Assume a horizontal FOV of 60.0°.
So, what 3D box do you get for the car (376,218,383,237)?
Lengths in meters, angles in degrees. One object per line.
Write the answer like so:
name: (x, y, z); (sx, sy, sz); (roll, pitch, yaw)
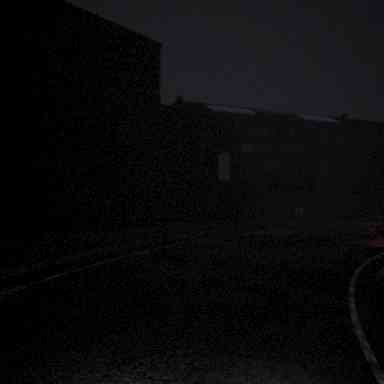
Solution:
car: (12.452, 1.817, 18.537); (5.008, 1.535, 1.882); (2, 0, -28)
